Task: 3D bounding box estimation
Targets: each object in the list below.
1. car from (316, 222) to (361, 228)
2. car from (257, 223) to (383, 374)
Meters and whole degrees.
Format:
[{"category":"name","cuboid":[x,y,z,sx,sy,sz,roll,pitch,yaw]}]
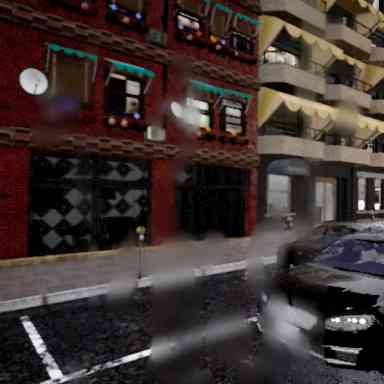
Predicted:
[{"category":"car","cuboid":[4.402,1.581,9.689,4.313,1.339,1.947,0,1,-36]},{"category":"car","cuboid":[3.209,1.501,5.637,4.902,1.511,2.128,0,0,-35]}]
